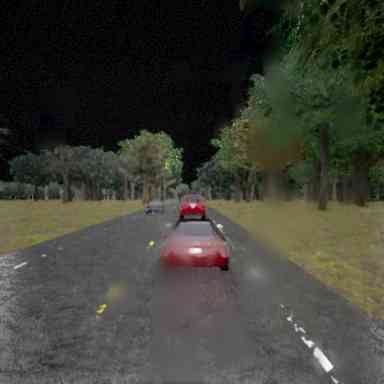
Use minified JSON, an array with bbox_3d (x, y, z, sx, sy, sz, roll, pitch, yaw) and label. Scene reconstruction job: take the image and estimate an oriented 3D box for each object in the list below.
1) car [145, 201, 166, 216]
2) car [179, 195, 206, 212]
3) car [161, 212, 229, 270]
[{"bbox_3d":[-3.637,1.623,34.105,2.033,1.411,5.357,0,0,0],"label":"car"},{"bbox_3d":[0.065,1.273,29.529,2.150,2.045,5.566,0,0,0],"label":"car"},{"bbox_3d":[0.088,1.565,11.013,1.994,1.385,4.181,0,0,0],"label":"car"}]
